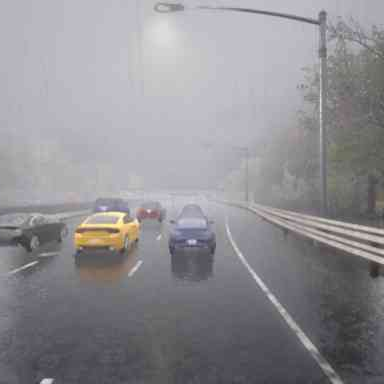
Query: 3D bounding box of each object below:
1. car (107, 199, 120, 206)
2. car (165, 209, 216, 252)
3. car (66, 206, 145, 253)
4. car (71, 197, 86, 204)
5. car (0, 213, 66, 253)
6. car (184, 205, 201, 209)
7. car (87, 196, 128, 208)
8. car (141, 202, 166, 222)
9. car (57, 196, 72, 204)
[{"bbox_3d":[-17.462,2.328,73.925,1.994,1.385,4.181,0,-1,0],"label":"car"},{"bbox_3d":[0.013,1.664,14.372,1.812,1.442,4.674,0,0,0],"label":"car"},{"bbox_3d":[-3.485,1.617,14.483,1.882,1.535,5.008,0,0,0],"label":"car"},{"bbox_3d":[-24.462,2.275,73.929,1.837,1.490,4.892,0,-1,0],"label":"car"},{"bbox_3d":[-6.988,1.630,14.304,2.128,1.511,4.902,0,0,0],"label":"car"},{"bbox_3d":[0.016,1.833,28.989,2.033,1.411,5.357,0,-1,0],"label":"car"},{"bbox_3d":[-6.984,1.502,29.017,2.150,2.045,5.566,0,0,0],"label":"car"},{"bbox_3d":[-3.482,1.636,29.084,2.097,1.767,4.553,0,-1,0],"label":"car"},{"bbox_3d":[-27.962,2.000,73.904,2.150,2.045,5.566,0,-1,0],"label":"car"}]
